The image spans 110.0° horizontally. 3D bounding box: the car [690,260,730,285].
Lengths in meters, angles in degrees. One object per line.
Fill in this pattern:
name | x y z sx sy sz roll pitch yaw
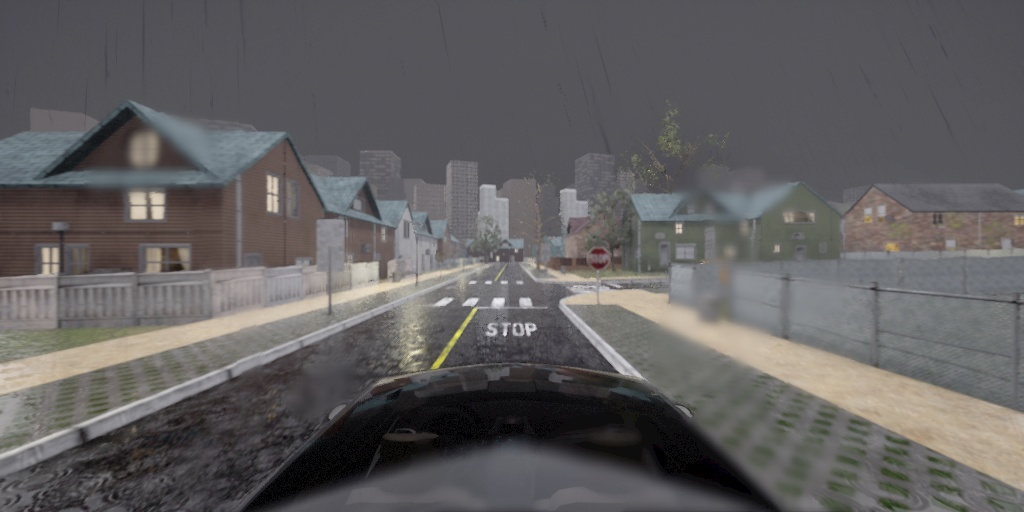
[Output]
car | 11.496 0.967 20.082 5.008 1.535 1.882 -2 0 1
